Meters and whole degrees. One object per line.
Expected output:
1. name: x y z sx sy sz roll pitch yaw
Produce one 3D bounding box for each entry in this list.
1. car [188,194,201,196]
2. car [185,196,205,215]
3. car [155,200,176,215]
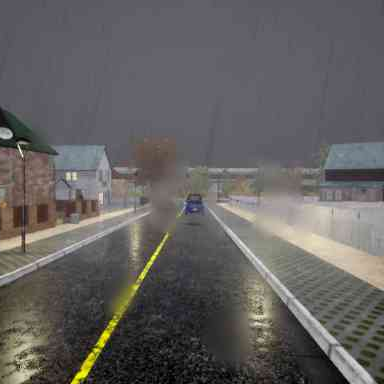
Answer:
1. car: 0.350 1.221 44.220 2.150 2.045 5.566 0 0 0
2. car: 0.292 1.469 33.685 1.882 1.535 5.008 0 0 0
3. car: -2.618 1.539 33.856 2.033 1.411 5.357 0 0 1
